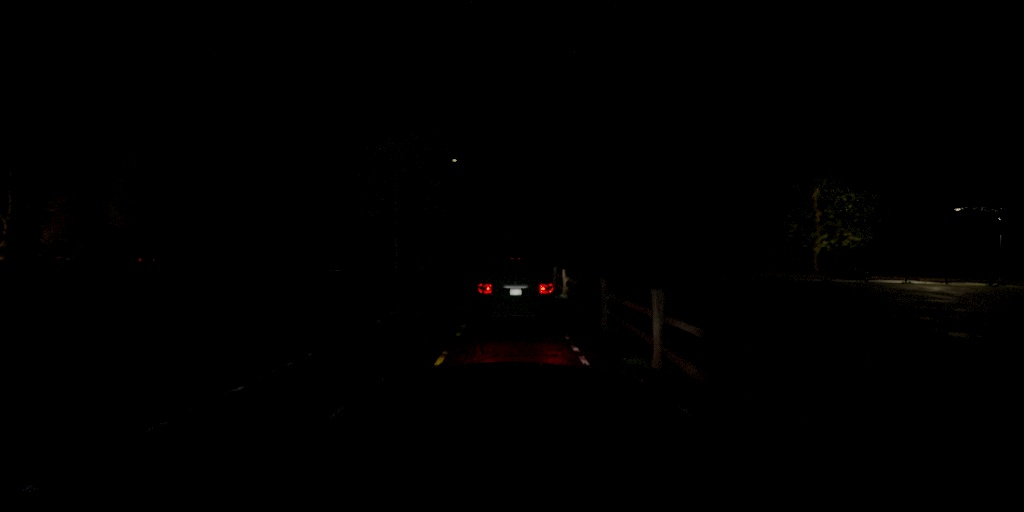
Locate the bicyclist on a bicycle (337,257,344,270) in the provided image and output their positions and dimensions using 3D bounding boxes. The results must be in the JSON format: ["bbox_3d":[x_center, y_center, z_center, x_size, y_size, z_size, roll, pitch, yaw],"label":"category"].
[{"bbox_3d":[-22.021,0.944,45.991,0.582,1.620,1.656,1,0,2],"label":"bicyclist on a bicycle"}]

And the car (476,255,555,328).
[{"bbox_3d":[0.093,0.988,11.644,2.150,2.045,5.566,0,0,0],"label":"car"}]

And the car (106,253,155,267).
[{"bbox_3d":[-46.687,0.451,43.917,4.553,1.767,2.097,1,0,3],"label":"car"}]

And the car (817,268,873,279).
[{"bbox_3d":[37.485,1.979,40.515,4.718,1.301,1.895,1,0,3],"label":"car"}]
